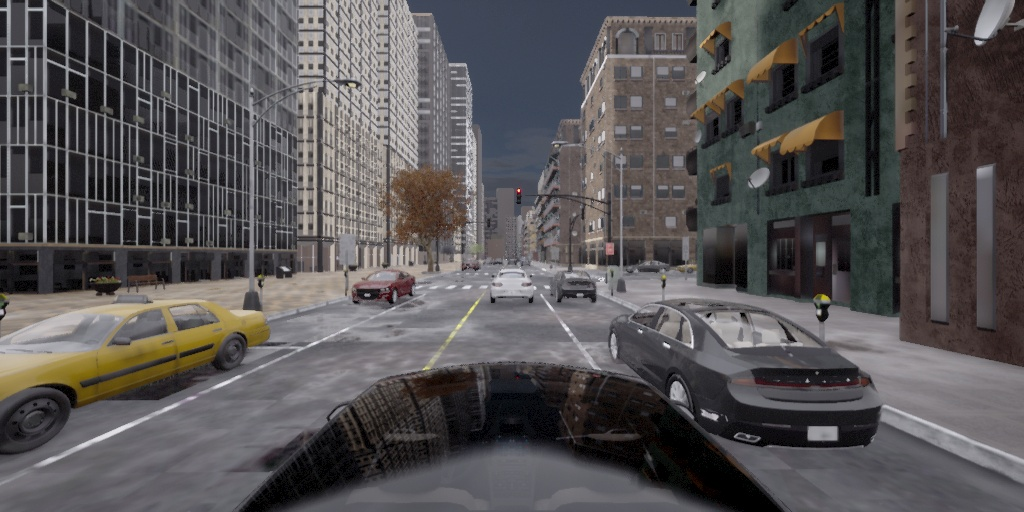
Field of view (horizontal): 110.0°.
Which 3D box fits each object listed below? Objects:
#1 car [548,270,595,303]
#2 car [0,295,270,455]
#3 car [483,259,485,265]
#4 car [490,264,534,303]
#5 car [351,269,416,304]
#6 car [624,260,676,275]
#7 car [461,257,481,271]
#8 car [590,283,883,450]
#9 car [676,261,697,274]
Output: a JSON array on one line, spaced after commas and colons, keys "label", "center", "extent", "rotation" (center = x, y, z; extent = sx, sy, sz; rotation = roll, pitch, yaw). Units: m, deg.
[{"label": "car", "center": [2.689, 1.301, 16.348], "extent": [2.007, 1.370, 4.403], "rotation": [0, 0, 0]}, {"label": "car", "center": [-5.691, 1.273, 5.113], "extent": [1.751, 1.417, 4.829], "rotation": [0, 0, 0]}, {"label": "car", "center": [-5.691, 1.351, 54.259], "extent": [1.948, 1.339, 4.313], "rotation": [0, 0, 0]}, {"label": "car", "center": [0.000, 1.285, 16.500], "extent": [1.812, 1.442, 4.674], "rotation": [0, 0, 0]}, {"label": "car", "center": [-5.691, 1.296, 16.348], "extent": [1.888, 1.381, 4.507], "rotation": [0, 0, 0]}, {"label": "car", "center": [13.435, 1.104, 35.764], "extent": [4.403, 1.370, 2.007], "rotation": [0, 0, -1]}, {"label": "car", "center": [-5.691, 1.093, 48.736], "extent": [2.192, 1.841, 5.009], "rotation": [0, 0, 0]}, {"label": "car", "center": [2.689, 1.298, 5.282], "extent": [2.007, 1.370, 4.403], "rotation": [0, 0, 0]}, {"label": "car", "center": [18.832, 1.002, 35.819], "extent": [4.829, 1.417, 1.751], "rotation": [0, 0, -1]}]
